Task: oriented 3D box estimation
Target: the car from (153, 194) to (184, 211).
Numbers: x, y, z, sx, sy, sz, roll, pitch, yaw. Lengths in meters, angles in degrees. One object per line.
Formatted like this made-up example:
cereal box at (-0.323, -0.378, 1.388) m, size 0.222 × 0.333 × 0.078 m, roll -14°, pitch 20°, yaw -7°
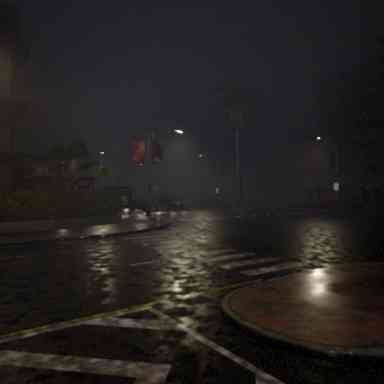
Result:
car at (-3.178, 1.228, 41.850) m, size 2.150 × 2.045 × 5.566 m, roll 0°, pitch 0°, yaw -35°

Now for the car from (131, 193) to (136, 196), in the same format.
car at (-13.384, 1.229, 68.473) m, size 2.150 × 2.045 × 5.566 m, roll 0°, pitch 0°, yaw -39°

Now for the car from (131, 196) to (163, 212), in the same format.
car at (-5.623, 1.531, 39.210) m, size 1.812 × 1.442 × 4.674 m, roll 0°, pitch 0°, yaw -35°

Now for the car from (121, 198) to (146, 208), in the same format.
car at (-8.768, 1.607, 49.860) m, size 1.895 × 1.301 × 4.718 m, roll 0°, pitch 0°, yaw -34°
